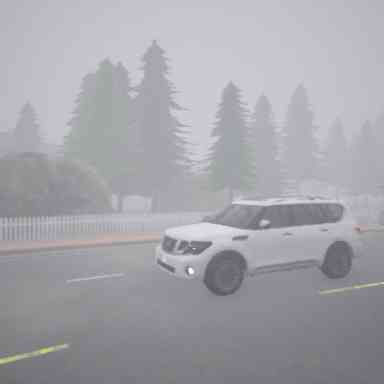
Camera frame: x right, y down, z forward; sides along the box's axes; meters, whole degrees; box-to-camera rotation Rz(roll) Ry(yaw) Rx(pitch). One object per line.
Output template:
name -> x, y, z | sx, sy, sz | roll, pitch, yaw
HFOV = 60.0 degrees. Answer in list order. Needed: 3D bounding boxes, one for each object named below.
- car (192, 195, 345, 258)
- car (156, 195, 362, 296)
car -> 2.988, 1.159, 12.944 | 5.566, 2.045, 2.150 | 0, 0, -21
car -> 1.882, 1.178, 8.688 | 5.566, 2.045, 2.150 | 0, 0, -25
